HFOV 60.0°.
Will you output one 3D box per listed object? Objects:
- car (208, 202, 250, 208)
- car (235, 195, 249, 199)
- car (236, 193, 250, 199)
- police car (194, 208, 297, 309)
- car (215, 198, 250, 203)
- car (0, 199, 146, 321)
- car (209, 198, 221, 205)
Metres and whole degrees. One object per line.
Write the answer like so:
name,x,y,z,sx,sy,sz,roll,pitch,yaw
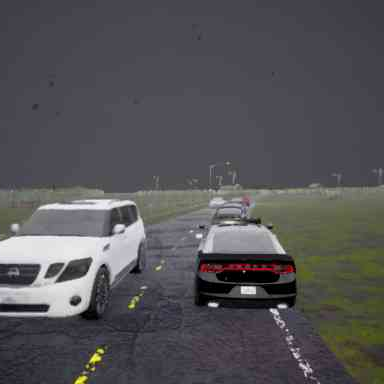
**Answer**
car,2.052,1.495,17.782,1.837,1.490,4.892,0,0,8
car,5.662,1.441,41.183,1.882,1.535,5.008,0,0,12
car,7.759,1.172,51.288,2.150,2.045,5.566,0,0,12
police car,1.099,1.423,8.091,1.930,1.638,5.238,0,0,4
car,2.949,1.462,23.623,1.882,1.535,5.008,0,0,10
car,-2.525,1.220,7.672,2.150,2.045,5.566,0,0,4
car,3.422,1.488,43.832,1.812,1.442,4.674,0,0,12
